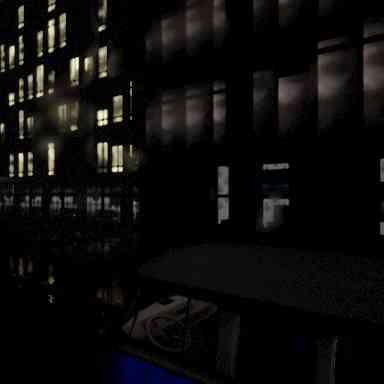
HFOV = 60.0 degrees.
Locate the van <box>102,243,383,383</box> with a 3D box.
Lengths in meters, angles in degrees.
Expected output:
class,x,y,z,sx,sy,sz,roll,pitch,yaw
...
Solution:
class,x,y,z,sx,sy,sz,roll,pitch,yaw
van,1.168,1.341,2.041,3.998,1.788,1.690,0,0,35
